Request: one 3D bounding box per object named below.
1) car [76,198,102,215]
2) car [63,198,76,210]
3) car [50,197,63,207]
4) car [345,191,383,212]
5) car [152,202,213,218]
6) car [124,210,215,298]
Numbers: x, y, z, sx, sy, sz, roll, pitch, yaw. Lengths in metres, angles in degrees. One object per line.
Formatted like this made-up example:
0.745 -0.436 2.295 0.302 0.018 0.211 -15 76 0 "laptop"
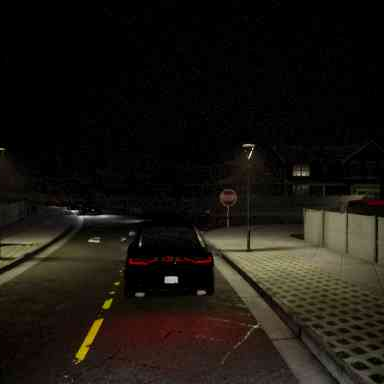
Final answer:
-10.443 1.477 34.027 1.837 1.490 4.892 0 0 -24 "car"
-14.909 1.495 42.861 1.812 1.442 4.674 0 0 -30 "car"
-20.371 1.454 51.213 1.882 1.535 5.008 0 0 -36 "car"
15.209 0.935 26.604 5.566 2.045 2.150 -1 0 -9 "car"
-1.119 1.483 25.023 5.357 1.411 2.033 -1 0 10 "car"
-0.636 1.474 8.626 1.882 1.535 5.008 0 0 -6 "car"
